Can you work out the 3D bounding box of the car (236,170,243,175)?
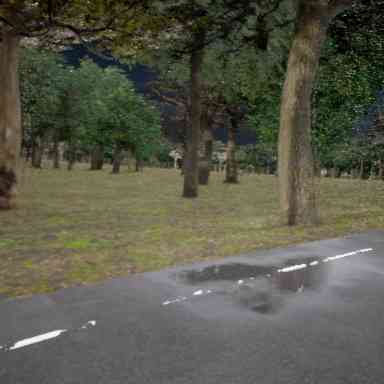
[{"bbox_3d":[10.613,-4.863,83.058,2.097,1.767,4.553,2,4,-39],"label":"car"}]
